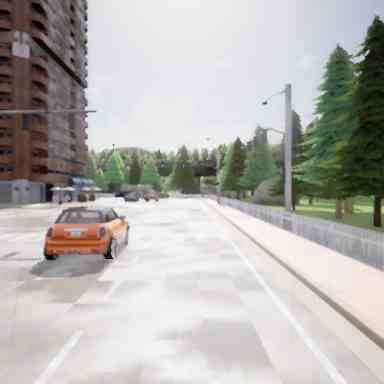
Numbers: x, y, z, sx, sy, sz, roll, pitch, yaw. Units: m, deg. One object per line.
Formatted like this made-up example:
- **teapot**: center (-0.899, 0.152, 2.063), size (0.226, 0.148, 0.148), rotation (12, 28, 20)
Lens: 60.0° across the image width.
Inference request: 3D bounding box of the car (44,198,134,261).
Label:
- **car**: center (-3.587, 1.271, 12.177), size (2.097, 1.767, 4.553), rotation (0, 0, -2)

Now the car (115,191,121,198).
- **car**: center (-18.578, 0.611, 91.287), size (5.566, 2.045, 2.150), rotation (0, 0, 32)

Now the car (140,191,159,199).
- **car**: center (-10.699, 0.659, 84.246), size (2.150, 2.045, 5.566), rotation (0, 1, -39)

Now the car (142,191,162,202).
- **car**: center (-7.381, 0.808, 61.411), size (2.150, 2.045, 5.566), rotation (0, 0, 0)

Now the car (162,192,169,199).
- **car**: center (-7.837, 0.773, 86.258), size (2.097, 1.767, 4.553), rotation (0, 1, -39)

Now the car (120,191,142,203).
- **car**: center (-10.862, 0.954, 59.655), size (2.097, 1.767, 4.553), rotation (0, 0, 0)

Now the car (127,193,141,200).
- **car**: center (-13.070, 1.000, 74.841), size (1.837, 1.490, 4.892), rotation (0, 0, -24)

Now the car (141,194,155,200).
- **car**: center (-10.201, 1.079, 76.903), size (1.895, 1.301, 4.718), rotation (0, 0, -24)

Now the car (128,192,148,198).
- **car**: center (-15.154, 0.829, 93.202), size (5.357, 1.411, 2.033), rotation (0, 0, 32)
